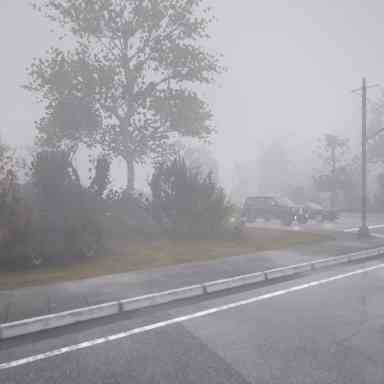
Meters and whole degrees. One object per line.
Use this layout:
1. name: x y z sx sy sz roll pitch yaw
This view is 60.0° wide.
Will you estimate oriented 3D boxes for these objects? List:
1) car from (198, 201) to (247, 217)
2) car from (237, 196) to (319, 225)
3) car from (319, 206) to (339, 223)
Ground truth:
1. car: 3.083 1.705 34.178 1.882 1.535 5.008 0 -1 -43
2. car: 6.235 1.316 25.123 2.150 2.045 5.566 0 -1 -37
3. car: 9.270 1.566 26.866 1.882 1.535 5.008 0 -1 -39
